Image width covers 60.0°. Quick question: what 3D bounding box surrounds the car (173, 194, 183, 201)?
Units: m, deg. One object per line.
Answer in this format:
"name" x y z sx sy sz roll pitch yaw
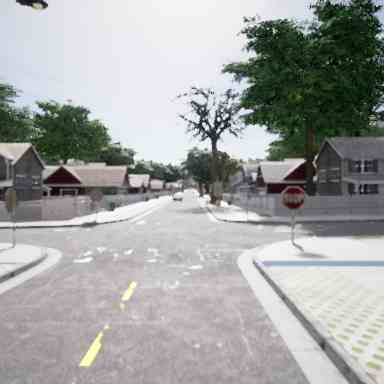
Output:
"car" -2.764 1.166 65.486 2.033 1.411 5.357 0 0 0
